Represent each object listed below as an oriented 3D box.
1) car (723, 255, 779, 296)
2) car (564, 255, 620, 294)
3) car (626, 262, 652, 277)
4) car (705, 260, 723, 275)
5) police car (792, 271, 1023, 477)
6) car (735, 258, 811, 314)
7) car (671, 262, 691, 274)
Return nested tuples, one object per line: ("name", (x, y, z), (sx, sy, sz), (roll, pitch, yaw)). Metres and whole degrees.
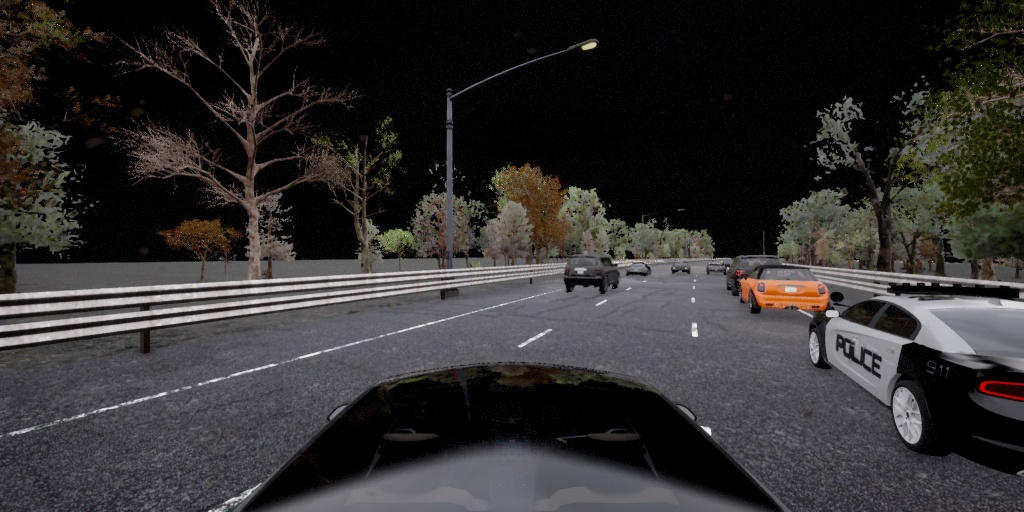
("car", (12.626, 0.978, 18.758), (2.150, 2.045, 5.566), (0, 0, 27))
("car", (4.713, 0.969, 20.704), (2.150, 2.045, 5.566), (0, -1, 27))
("car", (12.844, 1.325, 36.209), (1.994, 1.385, 4.181), (0, 0, 27))
("car", (22.407, 1.261, 39.332), (2.128, 1.511, 4.902), (0, 0, 29))
("police car", (5.603, 1.175, 4.695), (1.930, 1.638, 5.238), (0, 0, 26))
("car", (9.918, 1.102, 13.421), (2.097, 1.767, 4.553), (0, 0, 27))
("car", (19.294, 1.370, 40.810), (1.895, 1.301, 4.718), (0, 0, 29))
